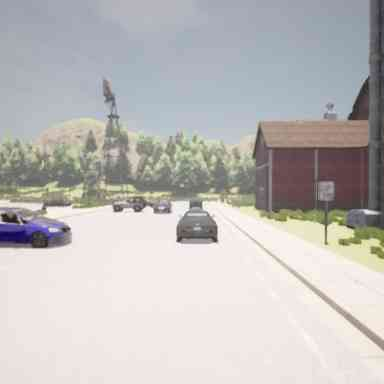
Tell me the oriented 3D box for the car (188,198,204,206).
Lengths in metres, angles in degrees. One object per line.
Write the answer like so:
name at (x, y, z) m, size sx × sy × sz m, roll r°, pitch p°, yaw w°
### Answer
car at (0.531, 1.629, 45.387) m, size 1.837 × 1.490 × 4.892 m, roll 0°, pitch -1°, yaw 1°

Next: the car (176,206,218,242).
car at (0.248, 1.611, 16.805) m, size 1.994 × 1.385 × 4.181 m, roll 0°, pitch 0°, yaw 1°

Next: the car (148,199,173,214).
car at (-3.153, 1.587, 36.873) m, size 2.128 × 1.511 × 4.902 m, roll 0°, pitch 0°, yaw 1°

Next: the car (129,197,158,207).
car at (-7.571, 1.618, 52.057) m, size 4.193 × 1.474 × 1.816 m, roll 0°, pitch 0°, yaw 1°

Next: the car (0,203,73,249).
car at (-7.591, 1.489, 14.364) m, size 4.611 × 1.667 × 2.242 m, roll 0°, pitch 0°, yaw 1°

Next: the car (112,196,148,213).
car at (-7.213, 1.390, 38.568) m, size 3.866 × 1.878 × 1.905 m, roll 0°, pitch 0°, yaw 1°

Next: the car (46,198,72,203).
car at (-20.453, 1.578, 51.065) m, size 3.905 × 1.438 × 1.784 m, roll 0°, pitch 0°, yaw 1°
